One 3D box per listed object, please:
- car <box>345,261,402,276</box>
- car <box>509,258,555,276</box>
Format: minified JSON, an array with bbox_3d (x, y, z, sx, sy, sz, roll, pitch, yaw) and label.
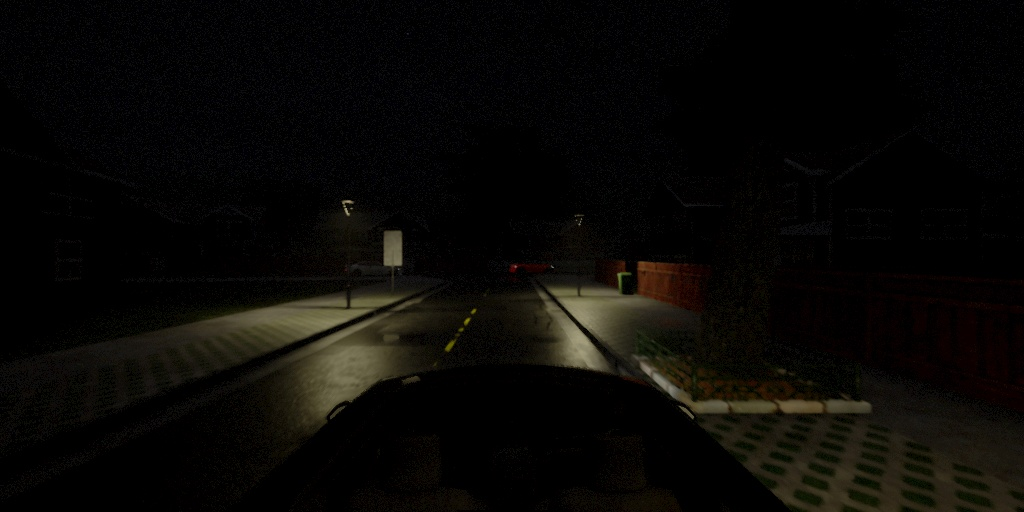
[{"bbox_3d":[-12.048,1.125,31.367,4.674,1.442,1.812,1,0,-20],"label":"car"},{"bbox_3d":[2.075,1.095,36.504,4.553,1.767,2.097,1,0,-20],"label":"car"}]
